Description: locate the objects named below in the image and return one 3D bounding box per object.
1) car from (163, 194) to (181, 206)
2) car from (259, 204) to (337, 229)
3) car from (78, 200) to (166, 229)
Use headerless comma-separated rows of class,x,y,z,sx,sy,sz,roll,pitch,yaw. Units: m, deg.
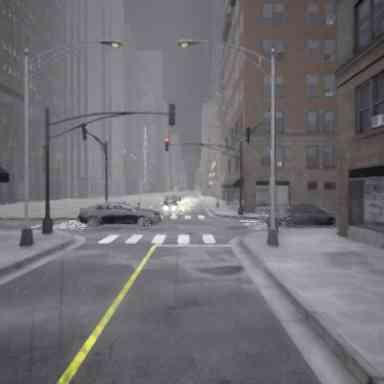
car,-3.063,1.170,47.839,2.128,1.511,4.902,0,0,0
car,6.806,1.412,19.977,5.357,1.411,2.033,0,0,0
car,-4.254,1.362,19.899,4.902,1.511,2.128,0,0,0
